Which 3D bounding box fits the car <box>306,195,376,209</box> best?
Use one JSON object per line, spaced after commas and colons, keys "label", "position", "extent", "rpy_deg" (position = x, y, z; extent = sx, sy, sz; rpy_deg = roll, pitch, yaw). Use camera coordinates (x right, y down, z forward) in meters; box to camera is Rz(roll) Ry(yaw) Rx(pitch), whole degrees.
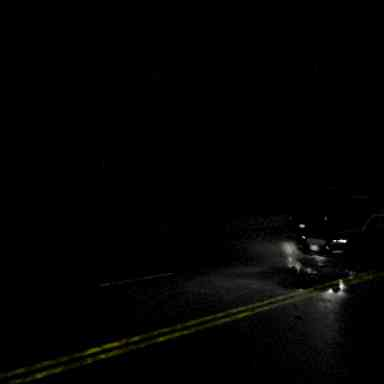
{"label": "car", "position": [7.308, 1.192, 16.880], "extent": [5.566, 2.045, 2.150], "rpy_deg": [0, 0, -35]}

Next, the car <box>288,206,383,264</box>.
{"label": "car", "position": [5.819, 1.474, 11.825], "extent": [4.902, 1.511, 2.128], "rpy_deg": [0, 0, -35]}
